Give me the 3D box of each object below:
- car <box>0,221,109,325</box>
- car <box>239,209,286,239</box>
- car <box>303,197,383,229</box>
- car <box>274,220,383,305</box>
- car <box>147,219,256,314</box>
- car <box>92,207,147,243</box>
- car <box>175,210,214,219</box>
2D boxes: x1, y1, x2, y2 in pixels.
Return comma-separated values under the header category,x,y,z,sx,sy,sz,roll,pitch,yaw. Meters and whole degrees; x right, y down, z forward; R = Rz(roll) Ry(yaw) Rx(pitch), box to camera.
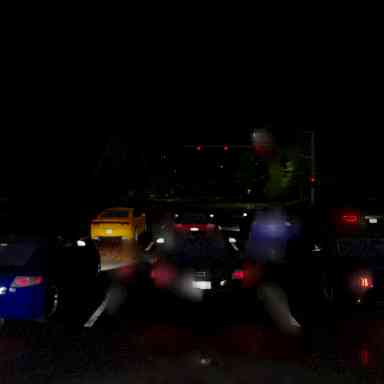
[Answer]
category,x,y,z,sx,sy,sz,roll,pitch,yaw
car,-3.396,1.563,7.232,1.994,1.385,4.181,0,0,0
car,3.606,1.563,16.801,1.994,1.385,4.181,0,0,0
car,7.106,1.221,15.726,2.150,2.045,5.566,0,0,0
car,3.603,1.600,8.044,1.895,1.301,4.718,0,0,0
car,0.117,1.563,7.693,1.994,1.385,4.181,0,0,-1
car,-3.395,1.476,16.163,1.882,1.535,5.008,0,0,0
car,0.106,1.563,16.096,1.994,1.385,4.181,0,0,0
